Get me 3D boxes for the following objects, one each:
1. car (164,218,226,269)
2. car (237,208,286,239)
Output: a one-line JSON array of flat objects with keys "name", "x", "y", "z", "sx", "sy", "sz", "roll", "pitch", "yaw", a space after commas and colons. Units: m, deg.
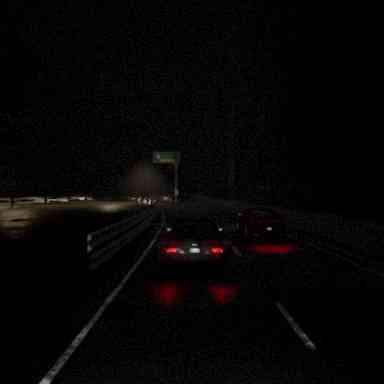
[{"name": "car", "x": 0.087, "y": 1.609, "z": 11.318, "sx": 2.033, "sy": 1.411, "sz": 5.357, "roll": 0, "pitch": 0, "yaw": 0}, {"name": "car", "x": 3.599, "y": 1.577, "z": 17.943, "sx": 1.882, "sy": 1.535, "sz": 5.008, "roll": 0, "pitch": 0, "yaw": 0}]
